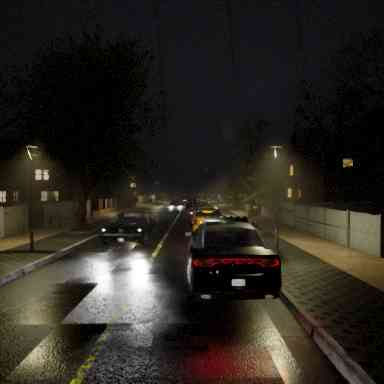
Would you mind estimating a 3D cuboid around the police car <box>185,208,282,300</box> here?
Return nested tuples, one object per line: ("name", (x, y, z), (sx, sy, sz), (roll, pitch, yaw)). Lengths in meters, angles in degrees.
("police car", (0.844, 1.427, 8.578), (1.930, 1.638, 5.238), (0, 0, 0))

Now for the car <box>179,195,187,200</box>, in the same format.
("car", (-2.527, 1.523, 90.196), (1.994, 1.385, 4.181), (0, 0, 0))

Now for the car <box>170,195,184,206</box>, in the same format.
("car", (-2.704, 1.591, 55.772), (1.895, 1.301, 4.718), (0, 0, 0))

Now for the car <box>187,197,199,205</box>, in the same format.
("car", (0.143, 1.535, 58.457), (2.033, 1.411, 5.357), (0, 0, 0))

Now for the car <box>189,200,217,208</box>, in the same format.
("car", (0.869, 1.458, 18.660), (1.801, 1.575, 5.366), (0, 0, 0))

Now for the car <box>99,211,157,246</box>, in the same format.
("car", (-2.814, 1.603, 15.462), (1.895, 1.301, 4.718), (0, 0, 0))

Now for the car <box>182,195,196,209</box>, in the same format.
("car", (0.130, 1.489, 45.101), (2.128, 1.511, 4.902), (0, 0, 1))

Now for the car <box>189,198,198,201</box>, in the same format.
("car", (0.884, 1.459, 24.661), (1.801, 1.575, 5.366), (0, 0, 0))
